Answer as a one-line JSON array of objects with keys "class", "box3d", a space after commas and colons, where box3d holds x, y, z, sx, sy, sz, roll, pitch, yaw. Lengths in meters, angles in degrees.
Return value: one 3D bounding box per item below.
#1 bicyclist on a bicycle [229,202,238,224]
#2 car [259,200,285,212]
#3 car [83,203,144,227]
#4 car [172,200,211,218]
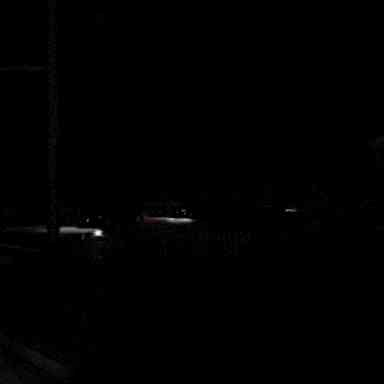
[{"class": "bicyclist on a bicycle", "box3d": [2.546, 1.360, 22.392, 1.656, 1.620, 0.582, -1, 0, 34]}, {"class": "car", "box3d": [9.592, 1.641, 39.724, 1.994, 1.385, 4.181, 0, 0, 35]}, {"class": "car", "box3d": [-5.497, 1.594, 23.823, 1.837, 1.490, 4.892, 0, 0, 34]}, {"class": "car", "box3d": [0.001, 1.595, 32.016, 1.837, 1.490, 4.892, 0, 0, 34]}]
